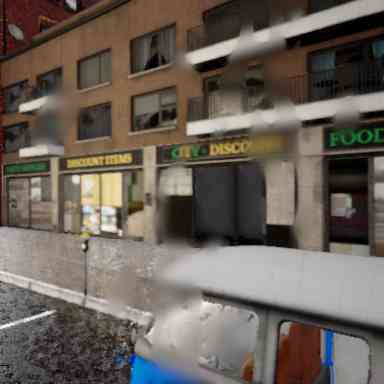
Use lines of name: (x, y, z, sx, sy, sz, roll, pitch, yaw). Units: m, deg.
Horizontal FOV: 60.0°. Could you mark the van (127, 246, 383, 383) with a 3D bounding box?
van: (1.364, 1.341, 1.908, 3.998, 1.788, 1.690, 0, 0, 36)
